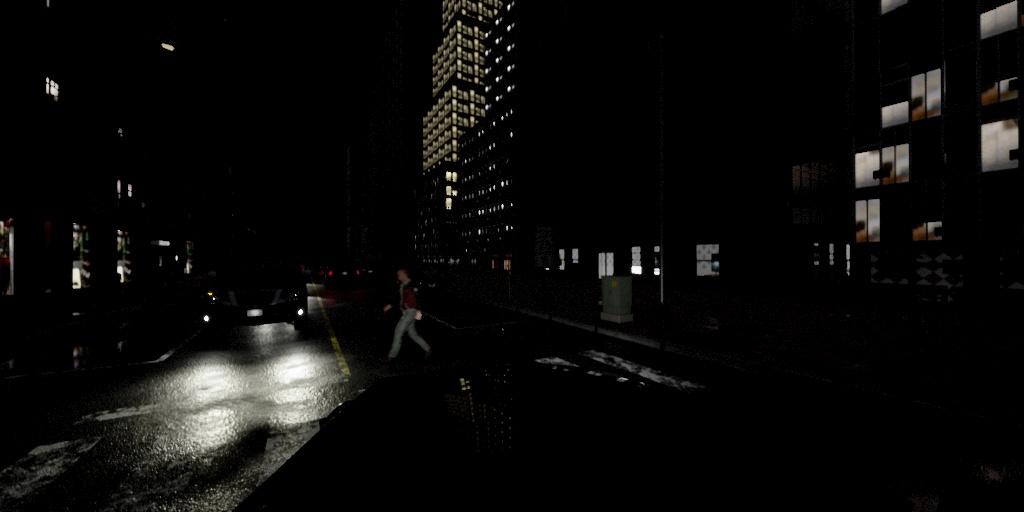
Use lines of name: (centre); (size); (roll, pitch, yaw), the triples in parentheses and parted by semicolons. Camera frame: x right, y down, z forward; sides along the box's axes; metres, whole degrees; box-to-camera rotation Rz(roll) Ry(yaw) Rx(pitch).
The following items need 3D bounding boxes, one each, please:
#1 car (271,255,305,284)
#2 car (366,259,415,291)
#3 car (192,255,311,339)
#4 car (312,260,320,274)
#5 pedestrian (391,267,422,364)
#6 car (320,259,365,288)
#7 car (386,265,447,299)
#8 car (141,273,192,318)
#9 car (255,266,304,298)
car: (-17.739, 0.984, 28.591); (2.150, 2.045, 5.566); (0, 0, -30)
car: (-7.270, 1.069, 22.089); (2.192, 1.841, 5.009); (0, 0, -30)
car: (-7.360, 0.974, 10.717); (2.150, 2.045, 5.566); (0, 0, -30)
car: (-25.585, 1.283, 48.438); (1.837, 1.490, 4.892); (0, 0, -30)
pedestrian: (-1.980, 1.044, 6.723); (0.375, 1.860, 0.375); (0, 0, -30)
car: (-11.565, 1.109, 24.320); (2.097, 1.767, 4.553); (0, 0, -30)
car: (-4.494, 1.318, 17.314); (1.948, 1.339, 4.313); (0, 0, -30)
car: (-11.739, 1.298, 13.103); (1.888, 1.381, 4.507); (0, 0, -30)
car: (-12.364, 1.319, 19.329); (1.994, 1.385, 4.181); (0, 0, -30)
